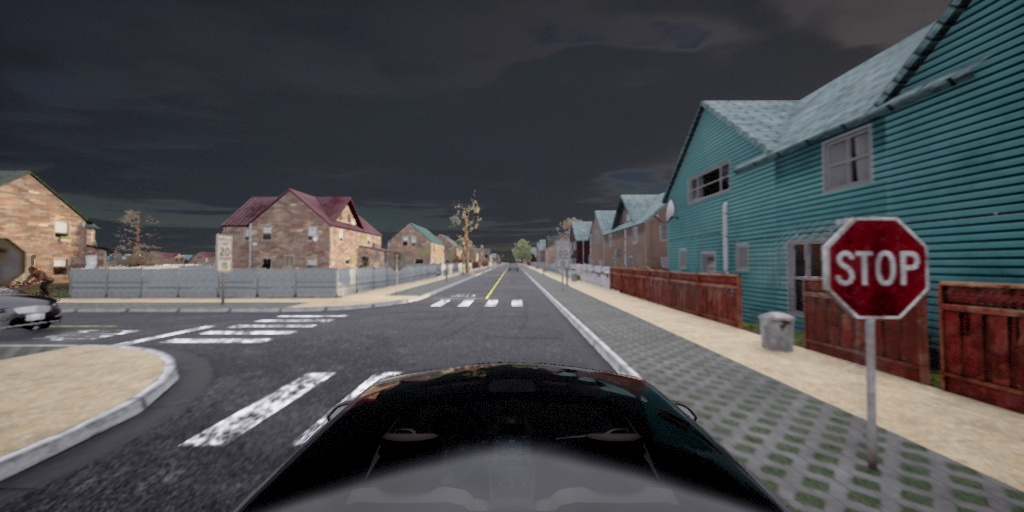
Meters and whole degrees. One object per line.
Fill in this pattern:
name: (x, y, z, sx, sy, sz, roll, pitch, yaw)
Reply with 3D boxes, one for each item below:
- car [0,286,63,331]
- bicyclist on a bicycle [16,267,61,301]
car: (-14.937, 1.334, 9.393, 4.902, 1.511, 2.128, 0, -1, 0)
bicyclist on a bicycle: (-20.173, 1.284, 15.228, 0.582, 1.620, 1.656, 0, -1, 0)
